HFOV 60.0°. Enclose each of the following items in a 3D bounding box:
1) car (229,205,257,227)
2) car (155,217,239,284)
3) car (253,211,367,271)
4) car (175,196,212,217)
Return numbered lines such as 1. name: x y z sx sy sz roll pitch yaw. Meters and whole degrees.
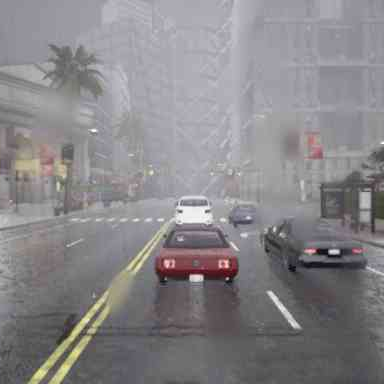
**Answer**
1. car: 3.668 1.611 23.227 1.994 1.385 4.181 0 0 2
2. car: 0.103 1.621 9.591 1.895 1.301 4.718 0 0 0
3. car: 3.605 1.570 10.941 2.033 1.411 5.357 0 0 0
4. car: 0.104 1.263 21.221 2.150 2.045 5.566 0 0 0
